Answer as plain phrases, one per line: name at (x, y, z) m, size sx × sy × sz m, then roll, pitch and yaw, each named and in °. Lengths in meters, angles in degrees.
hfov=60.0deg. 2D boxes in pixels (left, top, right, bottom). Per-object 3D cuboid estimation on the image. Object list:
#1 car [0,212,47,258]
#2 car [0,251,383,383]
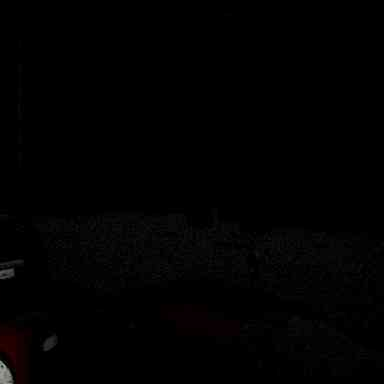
car at (-4.701, 1.286, 6.300) m, size 5.009 × 1.841 × 2.192 m, roll 0°, pitch 0°, yaw 35°
car at (-0.208, 1.538, 3.108) m, size 4.507 × 1.381 × 1.887 m, roll 0°, pitch 0°, yaw 35°
